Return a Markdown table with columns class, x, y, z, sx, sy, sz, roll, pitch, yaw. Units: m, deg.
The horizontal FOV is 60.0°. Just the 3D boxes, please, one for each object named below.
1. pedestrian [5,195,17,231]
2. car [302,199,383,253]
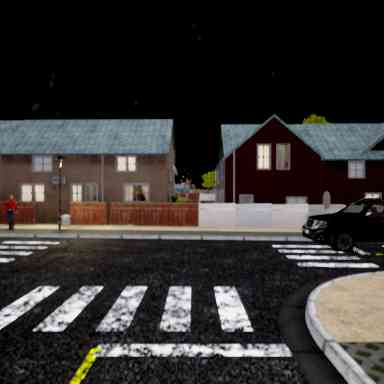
| class | x | y | z | sx | sy | sz | roll | pitch | yaw |
| --- | --- | --- | --- | --- | --- | --- | --- | --- | --- |
| pedestrian | -9.334 | 1.042 | 17.156 | 0.375 | 1.860 | 0.375 | 0 | 0 | 1 |
| car | 7.495 | 1.296 | 13.682 | 5.566 | 2.045 | 2.150 | 1 | 0 | -1 |
